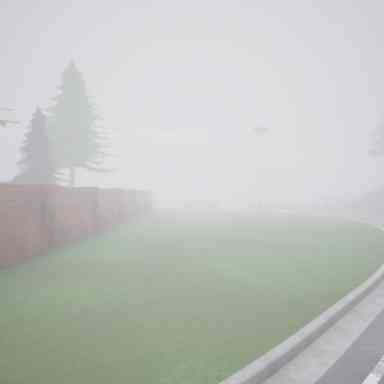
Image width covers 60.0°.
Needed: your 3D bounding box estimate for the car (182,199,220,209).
[{"bbox_3d":[1.302,1.721,48.121,5.357,1.411,2.033,0,0,20],"label":"car"}]
